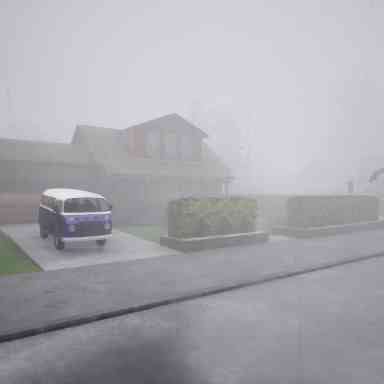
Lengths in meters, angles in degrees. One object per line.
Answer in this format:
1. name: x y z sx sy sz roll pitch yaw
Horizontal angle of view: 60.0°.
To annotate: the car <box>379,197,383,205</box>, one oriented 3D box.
1. car: 24.678 0.985 41.429 3.866 1.878 1.905 0 0 0
